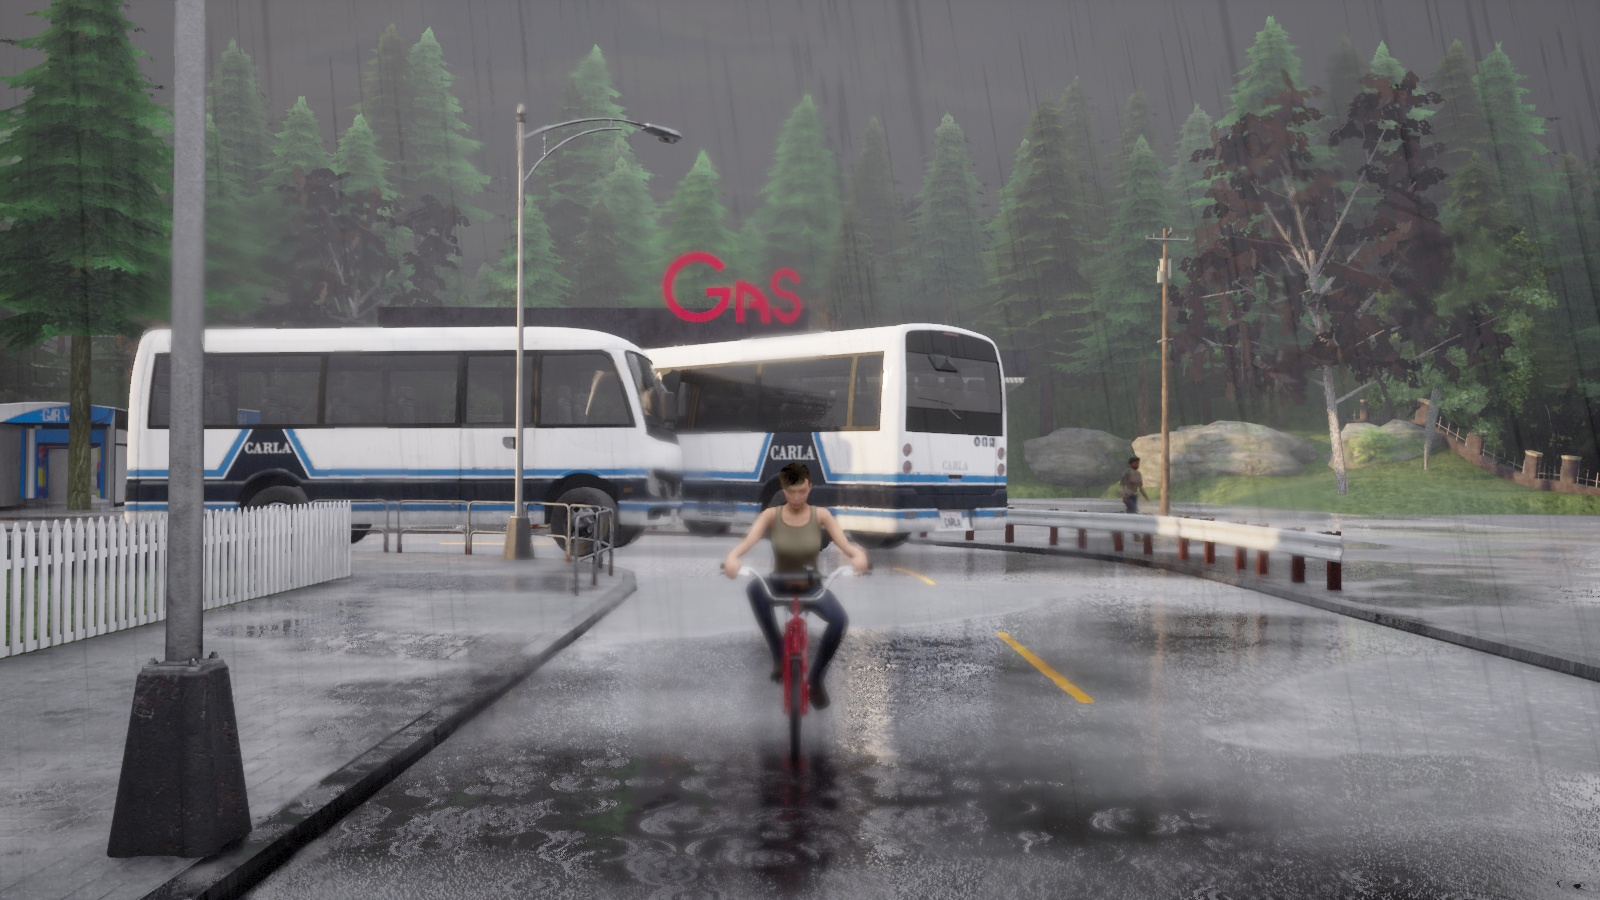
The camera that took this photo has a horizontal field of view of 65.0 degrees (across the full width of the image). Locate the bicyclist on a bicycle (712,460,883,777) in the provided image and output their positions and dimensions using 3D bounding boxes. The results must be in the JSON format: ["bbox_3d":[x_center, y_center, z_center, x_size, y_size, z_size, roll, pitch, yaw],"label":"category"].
[{"bbox_3d":[-0.014,0.871,7.165,0.866,1.612,1.509,0,-1,0],"label":"bicyclist on a bicycle"}]

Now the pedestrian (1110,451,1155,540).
[{"bbox_3d":[6.836,0.927,25.828,0.328,1.805,0.869,0,-1,-37],"label":"pedestrian"}]

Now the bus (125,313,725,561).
[{"bbox_3d":[-6.793,-0.130,24.121,10.273,4.253,3.944,-1,-2,3],"label":"bus"}]

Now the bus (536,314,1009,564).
[{"bbox_3d":[-1.001,-0.114,26.372,3.944,4.253,10.273,2,-2,-44],"label":"bus"}]
